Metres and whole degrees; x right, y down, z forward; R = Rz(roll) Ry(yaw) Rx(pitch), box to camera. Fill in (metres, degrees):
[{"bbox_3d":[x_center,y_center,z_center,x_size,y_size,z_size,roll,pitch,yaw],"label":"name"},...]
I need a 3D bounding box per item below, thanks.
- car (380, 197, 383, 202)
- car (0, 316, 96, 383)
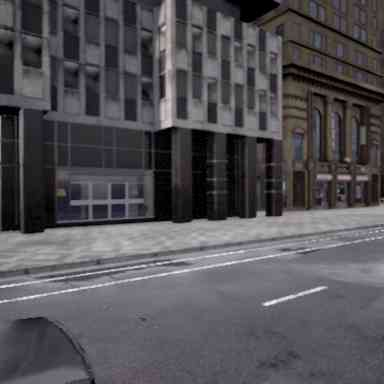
[{"bbox_3d":[40.894,1.701,70.705,1.802,1.307,4.206,-2,0,-35],"label":"car"},{"bbox_3d":[-3.094,1.553,1.480,5.357,1.411,2.033,0,0,-36],"label":"car"}]
